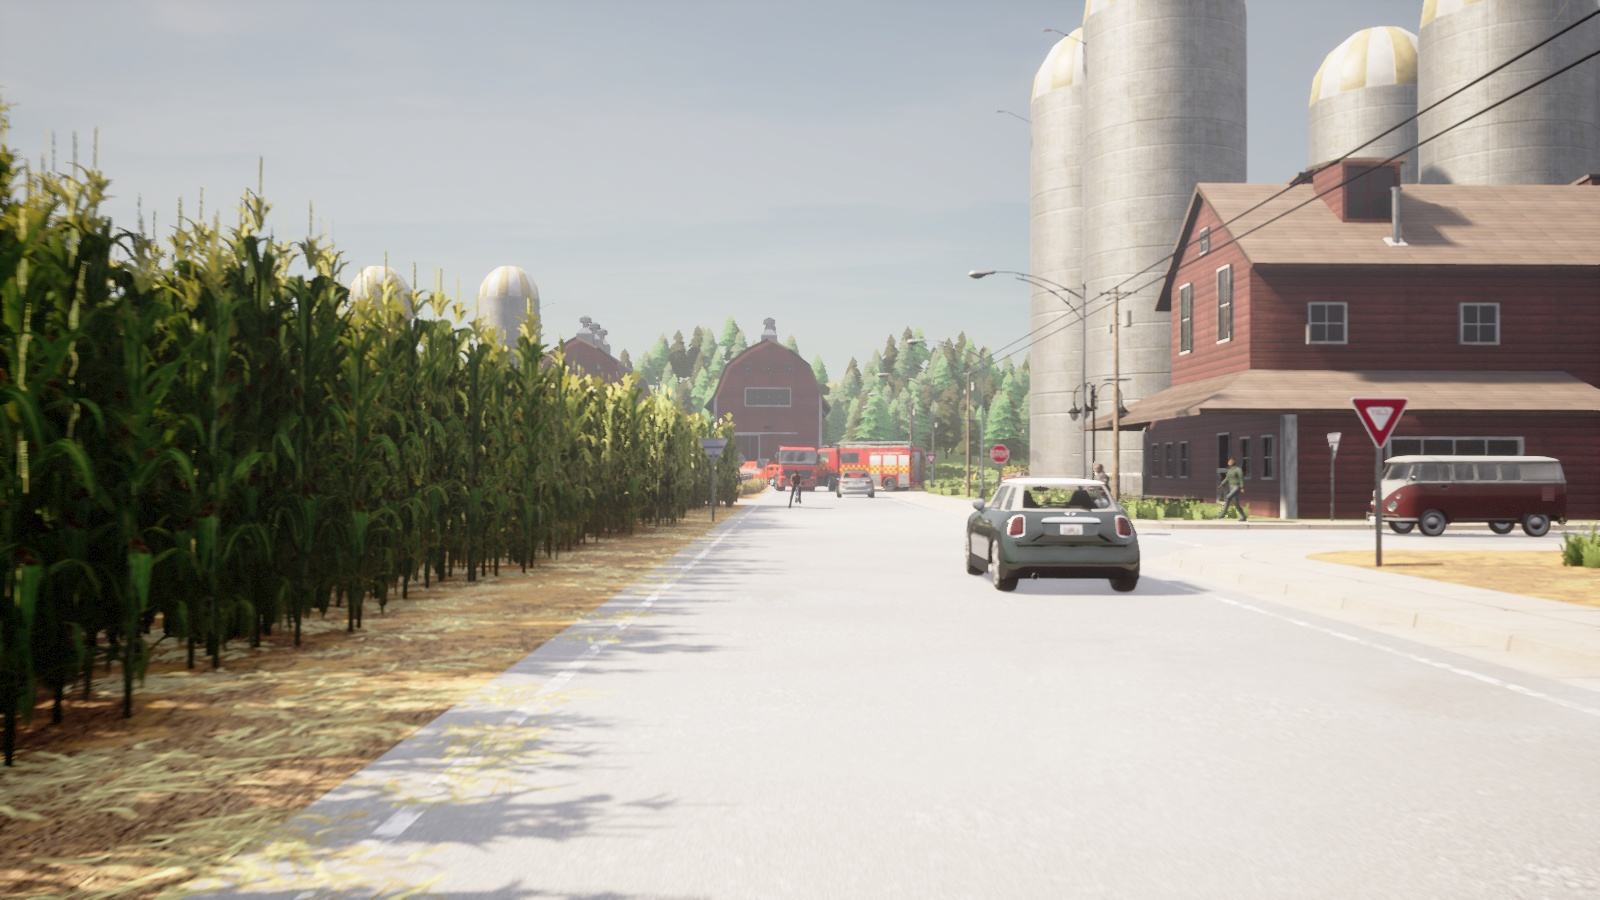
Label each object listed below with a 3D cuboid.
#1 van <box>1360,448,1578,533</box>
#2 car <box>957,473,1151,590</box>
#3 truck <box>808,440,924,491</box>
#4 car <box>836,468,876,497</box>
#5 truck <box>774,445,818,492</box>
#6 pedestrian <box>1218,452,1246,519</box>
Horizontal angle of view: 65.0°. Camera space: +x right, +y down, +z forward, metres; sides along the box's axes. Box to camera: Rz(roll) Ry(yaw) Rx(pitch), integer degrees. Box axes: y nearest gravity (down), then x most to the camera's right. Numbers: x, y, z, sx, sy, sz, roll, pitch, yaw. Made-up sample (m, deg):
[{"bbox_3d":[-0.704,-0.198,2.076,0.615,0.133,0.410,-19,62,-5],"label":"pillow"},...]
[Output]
[{"bbox_3d":[16.557,0.993,31.216,4.442,1.987,1.775,-1,-1,-1],"label":"van"},{"bbox_3d":[3.462,1.065,17.830,1.970,1.475,3.806,0,-1,0],"label":"car"},{"bbox_3d":[5.059,1.254,97.179,8.468,3.827,2.891,-1,-1,28],"label":"truck"},{"bbox_3d":[3.294,1.897,74.755,2.242,1.667,4.611,0,-1,1],"label":"car"},{"bbox_3d":[-0.391,1.453,96.982,2.891,3.462,7.936,1,-1,-4],"label":"truck"},{"bbox_3d":[12.094,0.990,35.152,0.614,1.847,0.353,0,-1,-10],"label":"pedestrian"}]
